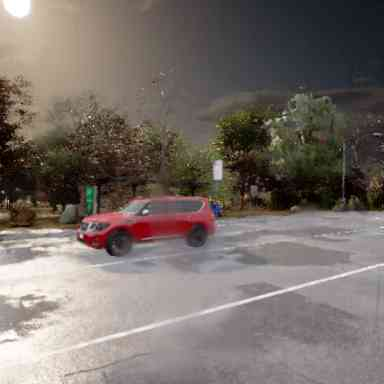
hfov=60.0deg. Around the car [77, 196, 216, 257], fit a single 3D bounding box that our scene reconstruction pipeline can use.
[{"bbox_3d":[-1.601,1.205,13.255,5.566,2.045,2.150,0,0,-35],"label":"car"}]
